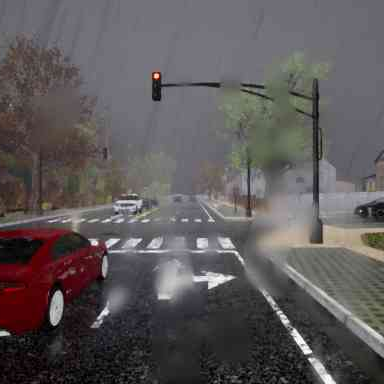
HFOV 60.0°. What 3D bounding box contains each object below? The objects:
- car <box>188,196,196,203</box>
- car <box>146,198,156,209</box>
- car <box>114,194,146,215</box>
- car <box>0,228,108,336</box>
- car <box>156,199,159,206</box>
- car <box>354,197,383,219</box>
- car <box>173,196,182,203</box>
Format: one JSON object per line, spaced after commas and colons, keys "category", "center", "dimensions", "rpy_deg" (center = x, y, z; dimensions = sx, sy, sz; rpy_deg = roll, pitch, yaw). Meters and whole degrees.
{"category": "car", "center": [0.055, 1.617, 73.934], "dimensions": [2.033, 1.411, 5.357], "rpy_deg": [0, 0, 0]}
{"category": "car", "center": [-6.565, 1.524, 44.905], "dimensions": [2.128, 1.511, 4.902], "rpy_deg": [0, 0, 0]}
{"category": "car", "center": [-6.574, 1.243, 34.869], "dimensions": [2.150, 2.045, 5.566], "rpy_deg": [0, 0, 0]}
{"category": "car", "center": [-3.145, 1.480, 6.878], "dimensions": [1.882, 1.535, 5.008], "rpy_deg": [0, 0, 0]}
{"category": "car", "center": [-6.547, 1.610, 54.955], "dimensions": [1.994, 1.385, 4.181], "rpy_deg": [0, 0, 0]}
{"category": "car", "center": [13.266, 1.034, 22.489], "dimensions": [4.181, 1.385, 1.994], "rpy_deg": [-2, -1, -6]}
{"category": "car", "center": [-3.187, 1.618, 74.033], "dimensions": [2.033, 1.411, 5.357], "rpy_deg": [0, 0, 0]}
